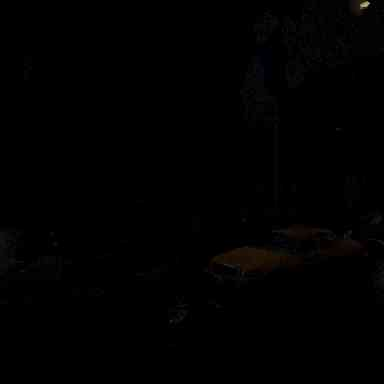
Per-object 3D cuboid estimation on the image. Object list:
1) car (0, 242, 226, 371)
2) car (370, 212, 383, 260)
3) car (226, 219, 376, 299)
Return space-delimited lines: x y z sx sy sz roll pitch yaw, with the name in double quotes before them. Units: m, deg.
"car" -1.769 1.566 5.390 4.313 1.339 1.947 0 0 -36
"car" 7.072 1.441 11.723 4.097 1.590 1.967 0 0 -36
"car" 2.514 1.525 8.458 4.829 1.417 1.752 0 0 -36
